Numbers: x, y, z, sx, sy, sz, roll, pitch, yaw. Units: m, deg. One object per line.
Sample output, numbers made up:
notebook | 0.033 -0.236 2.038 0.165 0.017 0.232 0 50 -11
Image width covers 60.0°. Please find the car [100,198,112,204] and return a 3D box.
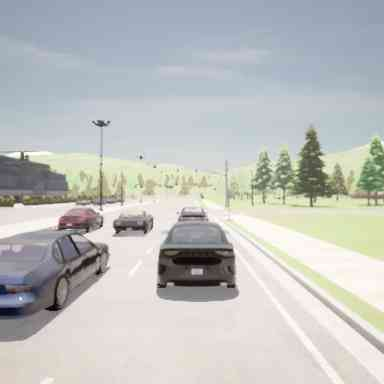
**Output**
car | -23.186 2.379 89.580 1.994 1.385 4.181 0 -1 0

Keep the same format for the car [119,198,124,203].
car | -19.686 2.386 90.373 1.994 1.385 4.181 0 -1 0

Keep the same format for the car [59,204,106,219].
car | -6.995 1.722 21.252 1.812 1.442 4.674 0 0 -1

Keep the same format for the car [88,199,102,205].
car | -23.197 2.331 79.678 1.895 1.301 4.718 0 -1 0

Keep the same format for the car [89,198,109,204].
car | -19.707 2.154 70.849 1.837 1.490 4.892 0 -1 0

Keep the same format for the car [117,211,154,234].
car | -3.487 1.793 20.668 1.895 1.301 4.718 0 -1 0

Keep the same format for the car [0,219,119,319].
car | -3.410 1.621 7.796 2.033 1.411 5.357 0 -1 0

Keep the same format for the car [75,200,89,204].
car | -23.207 2.249 70.785 1.895 1.301 4.718 0 -1 0

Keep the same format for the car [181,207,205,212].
car | 0.038 1.685 20.780 2.128 1.511 4.902 0 0 -1

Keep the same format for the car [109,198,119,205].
car | -19.696 2.219 80.306 1.882 1.535 5.008 0 -1 0

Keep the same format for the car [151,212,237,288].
car | 0.112 1.567 9.575 1.882 1.535 5.008 0 0 0
